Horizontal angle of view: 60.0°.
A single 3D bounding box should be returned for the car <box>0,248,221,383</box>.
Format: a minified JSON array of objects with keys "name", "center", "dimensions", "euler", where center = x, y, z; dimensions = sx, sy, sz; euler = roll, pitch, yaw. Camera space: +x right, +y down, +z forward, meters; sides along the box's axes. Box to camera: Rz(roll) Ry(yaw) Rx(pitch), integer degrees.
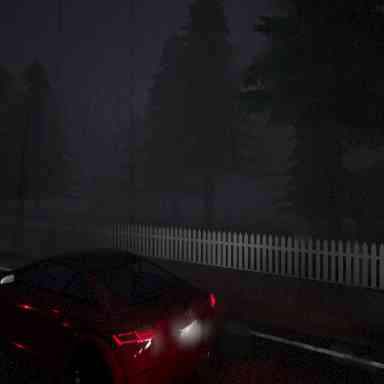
[{"name":"car","center":[-1.675,1.564,4.975],"dimensions":[4.181,1.385,1.994],"euler":[0,0,35]}]
